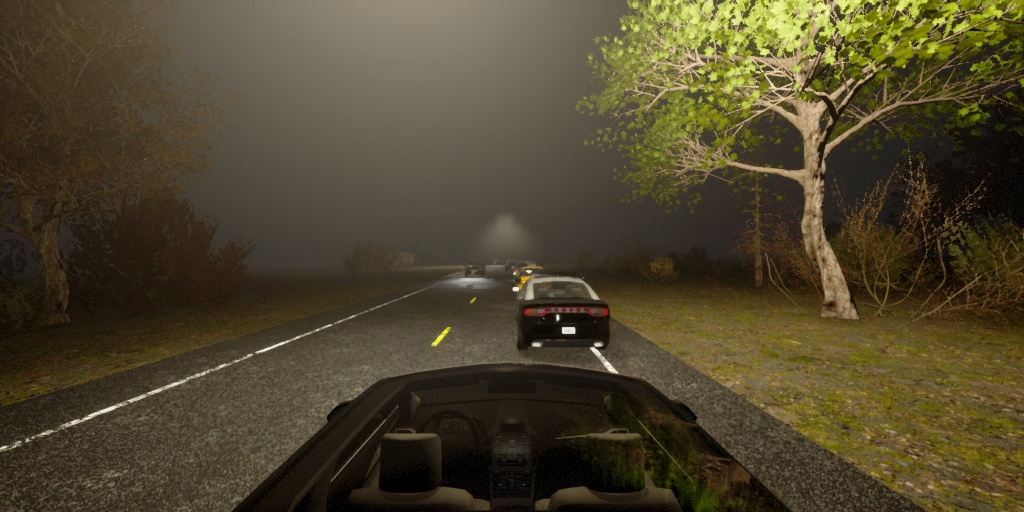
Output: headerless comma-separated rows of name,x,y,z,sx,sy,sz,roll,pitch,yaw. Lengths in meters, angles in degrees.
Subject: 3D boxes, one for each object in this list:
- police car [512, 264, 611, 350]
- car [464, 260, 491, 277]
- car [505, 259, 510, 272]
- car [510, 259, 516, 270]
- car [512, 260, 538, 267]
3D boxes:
police car,1.050,1.177,9.230,1.930,1.638,5.238,0,0,0
car,-3.600,1.247,35.760,2.128,1.511,4.902,0,0,0
car,0.026,1.283,47.379,1.812,1.442,4.674,0,0,1
car,1.049,1.106,25.092,2.097,1.767,4.553,0,0,0
car,1.049,1.209,19.312,1.801,1.575,5.366,0,0,0
